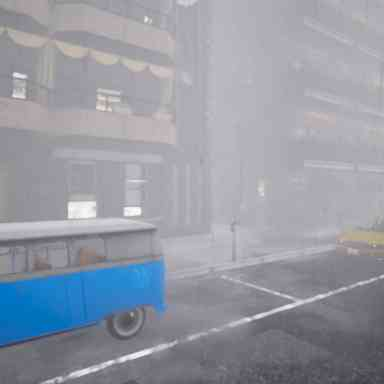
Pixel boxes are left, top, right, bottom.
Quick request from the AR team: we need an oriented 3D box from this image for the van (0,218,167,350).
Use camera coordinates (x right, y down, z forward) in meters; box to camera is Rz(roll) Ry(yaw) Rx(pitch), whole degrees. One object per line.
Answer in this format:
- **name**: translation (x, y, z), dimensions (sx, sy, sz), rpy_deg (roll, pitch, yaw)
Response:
- **van**: translation (-2.317, 1.336, 4.899), dimensions (3.998, 1.788, 1.690), rpy_deg (0, 1, -35)

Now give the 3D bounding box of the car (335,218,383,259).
- **car**: translation (6.811, 1.456, 11.409), dimensions (4.829, 1.417, 1.752), rpy_deg (0, 1, -35)
